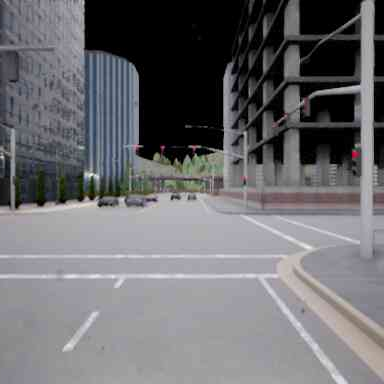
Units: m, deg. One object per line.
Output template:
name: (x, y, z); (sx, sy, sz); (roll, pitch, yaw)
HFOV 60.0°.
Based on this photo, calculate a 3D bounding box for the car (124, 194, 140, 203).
car: (-10.554, 1.103, 58.719); (1.837, 1.490, 4.892); (0, 0, 1)

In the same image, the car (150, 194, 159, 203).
car: (-7.053, 1.075, 58.828); (1.882, 1.535, 5.008); (0, 0, 1)

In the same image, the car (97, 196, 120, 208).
car: (-10.594, 1.255, 42.602); (2.033, 1.411, 5.357); (0, 0, 0)

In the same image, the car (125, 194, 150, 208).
car: (-7.092, 1.059, 42.763); (2.097, 1.767, 4.553); (0, 0, 0)

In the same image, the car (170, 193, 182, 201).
car: (-3.511, 1.023, 69.465); (1.837, 1.490, 4.892); (0, 0, 0)

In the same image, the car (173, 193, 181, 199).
car: (-3.513, 0.971, 78.539); (1.812, 1.442, 4.674); (0, 0, 0)

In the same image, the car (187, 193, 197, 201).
car: (-0.011, 1.048, 69.465); (2.128, 1.511, 4.902); (0, 0, 0)
